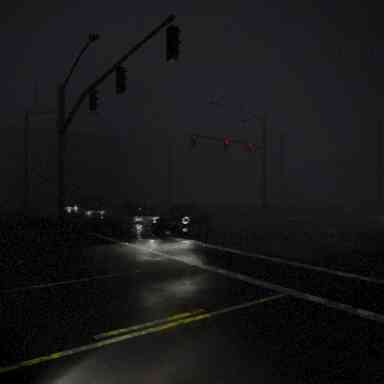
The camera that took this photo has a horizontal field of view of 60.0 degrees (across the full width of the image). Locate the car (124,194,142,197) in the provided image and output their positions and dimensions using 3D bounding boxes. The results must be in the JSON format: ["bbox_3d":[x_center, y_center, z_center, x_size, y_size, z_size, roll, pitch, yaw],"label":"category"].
[{"bbox_3d":[-13.677,1.524,72.541,1.812,1.442,4.674,0,0,30],"label":"car"}]

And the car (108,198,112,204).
[{"bbox_3d":[-16.505,1.601,62.713,1.895,1.301,4.718,0,0,3],"label":"car"}]

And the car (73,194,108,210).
[{"bbox_3d":[-13.322,1.221,43.327,2.150,2.045,5.566,0,0,-35],"label":"car"}]

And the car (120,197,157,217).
[{"bbox_3d":[-5.336,1.525,32.170,1.812,1.442,4.674,0,0,-36],"label":"car"}]

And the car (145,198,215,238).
[{"bbox_3d":[-0.346,1.352,17.938,2.097,1.767,4.553,-1,0,21],"label":"car"}]

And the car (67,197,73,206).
[{"bbox_3d":[-19.198,1.492,54.323,2.128,1.511,4.902,0,0,-14],"label":"car"}]
